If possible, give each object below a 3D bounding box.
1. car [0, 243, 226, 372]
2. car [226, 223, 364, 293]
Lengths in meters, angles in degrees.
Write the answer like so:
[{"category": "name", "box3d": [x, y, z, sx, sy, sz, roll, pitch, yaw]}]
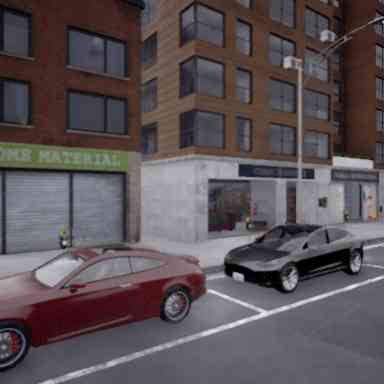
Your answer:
[{"category": "car", "box3d": [-1.657, 1.574, 5.579, 4.206, 1.307, 1.802, 0, 0, -36]}, {"category": "car", "box3d": [2.826, 1.535, 8.780, 4.313, 1.339, 1.947, 0, 0, -36]}]
